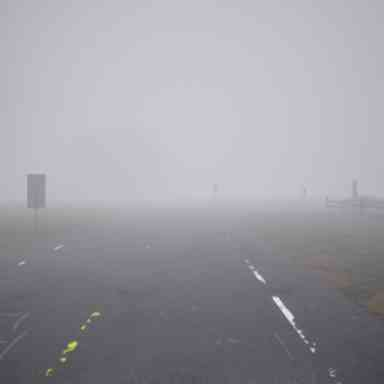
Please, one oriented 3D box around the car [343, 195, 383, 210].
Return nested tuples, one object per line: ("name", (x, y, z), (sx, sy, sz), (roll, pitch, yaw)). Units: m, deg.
("car", (18.264, 1.063, 34.558), (4.902, 1.511, 2.128), (0, -1, 0))
